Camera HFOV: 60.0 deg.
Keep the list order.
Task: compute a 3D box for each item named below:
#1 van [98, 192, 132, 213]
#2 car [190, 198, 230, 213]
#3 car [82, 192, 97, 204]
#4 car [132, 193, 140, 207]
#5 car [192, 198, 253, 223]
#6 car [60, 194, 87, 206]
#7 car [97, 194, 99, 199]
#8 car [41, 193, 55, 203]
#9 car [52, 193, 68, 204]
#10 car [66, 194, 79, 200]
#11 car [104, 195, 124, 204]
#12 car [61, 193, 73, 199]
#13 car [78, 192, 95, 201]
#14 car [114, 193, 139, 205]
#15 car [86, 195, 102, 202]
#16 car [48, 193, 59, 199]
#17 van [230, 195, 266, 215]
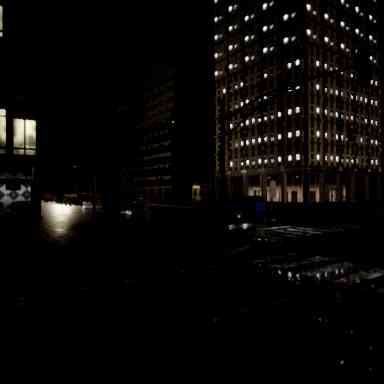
[{"bbox_3d":[-8.231,1.222,35.376,1.690,1.788,3.998,0,0,-34],"label":"van"},{"bbox_3d":[1.832,1.387,35.500,1.887,1.381,4.507,0,0,-34],"label":"car"},{"bbox_3d":[-17.354,1.094,53.655,1.812,1.442,4.674,-1,1,-34],"label":"car"},{"bbox_3d":[-8.076,1.065,39.766,2.150,2.045,5.566,-1,1,-34],"label":"car"},{"bbox_3d":[1.876,1.419,25.051,2.128,1.511,4.902,-1,1,-34],"label":"car"},{"bbox_3d":[-17.542,1.367,49.142,1.947,1.339,4.313,0,0,-34],"label":"car"},{"bbox_3d":[-16.808,0.999,63.012,2.192,1.841,5.009,0,0,-34],"label":"car"},{"bbox_3d":[-26.852,1.303,62.907,1.802,1.307,4.206,0,0,-34],"label":"car"},{"bbox_3d":[-20.645,1.326,53.729,2.008,1.369,4.403,0,0,-34],"label":"car"},{"bbox_3d":[-29.222,1.126,81.366,2.008,1.369,4.403,0,0,-34],"label":"car"},{"bbox_3d":[-13.704,1.255,58.425,1.887,1.381,4.507,0,0,-34],"label":"car"},{"bbox_3d":[-32.421,1.073,86.095,1.752,1.417,4.829,0,0,-34],"label":"car"},{"bbox_3d":[-23.015,0.945,72.189,2.192,1.841,5.009,0,0,-34],"label":"car"},{"bbox_3d":[-10.600,1.052,53.835,2.192,1.841,5.009,0,0,-34],"label":"car"},{"bbox_3d":[-19.911,1.223,67.602,1.947,1.339,4.313,0,0,-34],"label":"car"},{"bbox_3d":[-36.339,1.072,87.080,1.812,1.442,4.674,-1,1,-34],"label":"car"},{"bbox_3d":[5.009,1.209,30.962,1.690,1.788,3.998,0,0,-34],"label":"van"}]
